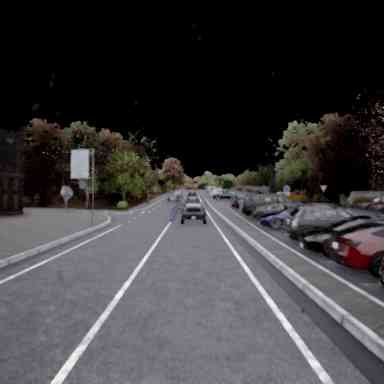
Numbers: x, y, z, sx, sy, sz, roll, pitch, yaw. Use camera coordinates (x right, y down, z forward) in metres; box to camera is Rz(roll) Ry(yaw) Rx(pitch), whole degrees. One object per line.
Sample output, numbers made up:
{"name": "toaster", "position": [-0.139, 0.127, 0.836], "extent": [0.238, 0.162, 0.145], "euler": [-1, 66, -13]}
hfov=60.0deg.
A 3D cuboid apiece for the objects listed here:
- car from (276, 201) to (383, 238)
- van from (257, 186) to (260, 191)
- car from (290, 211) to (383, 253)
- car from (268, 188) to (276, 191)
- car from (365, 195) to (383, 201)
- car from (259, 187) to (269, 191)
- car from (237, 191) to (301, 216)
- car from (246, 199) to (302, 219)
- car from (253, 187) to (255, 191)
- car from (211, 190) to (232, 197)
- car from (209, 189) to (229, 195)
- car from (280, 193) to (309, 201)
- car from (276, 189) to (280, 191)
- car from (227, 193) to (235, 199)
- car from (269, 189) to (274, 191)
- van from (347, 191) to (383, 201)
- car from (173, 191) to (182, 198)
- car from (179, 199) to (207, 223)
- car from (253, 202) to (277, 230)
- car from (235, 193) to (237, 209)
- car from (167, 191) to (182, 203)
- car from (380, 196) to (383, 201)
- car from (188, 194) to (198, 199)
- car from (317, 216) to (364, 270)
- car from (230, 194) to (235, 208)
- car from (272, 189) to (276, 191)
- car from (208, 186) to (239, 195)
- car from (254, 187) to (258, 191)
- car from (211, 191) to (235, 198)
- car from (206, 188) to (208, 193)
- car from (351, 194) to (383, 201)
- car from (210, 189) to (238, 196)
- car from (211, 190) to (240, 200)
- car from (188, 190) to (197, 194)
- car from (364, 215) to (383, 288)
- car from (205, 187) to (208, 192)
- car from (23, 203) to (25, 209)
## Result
{"name": "car", "position": [6.584, 1.456, 15.448], "extent": [4.553, 1.767, 2.185], "euler": [0, 0, 1]}
{"name": "van", "position": [20.190, -0.105, 86.932], "extent": [4.442, 1.987, 1.878], "euler": [0, 2, 0]}
{"name": "car", "position": [6.559, 1.625, 12.661], "extent": [4.792, 1.488, 2.163], "euler": [0, 0, 1]}
{"name": "car", "position": [19.790, 0.523, 75.747], "extent": [5.366, 1.575, 1.946], "euler": [0, 2, 1]}
{"name": "car", "position": [19.859, 1.324, 32.239], "extent": [4.674, 1.452, 2.002], "euler": [0, 2, 1]}
{"name": "car", "position": [20.052, 0.073, 81.272], "extent": [5.566, 2.045, 2.435], "euler": [0, 2, 0]}
{"name": "car", "position": [6.750, 1.179, 26.592], "extent": [5.566, 2.045, 2.435], "euler": [0, 1, 1]}
{"name": "car", "position": [6.689, 1.486, 23.809], "extent": [4.892, 1.521, 2.231], "euler": [0, 1, 1]}
{"name": "car", "position": [20.149, -0.030, 92.348], "extent": [4.792, 1.488, 2.163], "euler": [0, 2, 1]}
{"name": "car", "position": [6.927, 0.429, 78.653], "extent": [4.892, 1.521, 2.231], "euler": [0, 2, 0]}
{"name": "car", "position": [7.203, 0.029, 89.745], "extent": [5.366, 1.575, 1.946], "euler": [0, 2, 0]}
{"name": "car", "position": [19.875, 0.925, 64.796], "extent": [5.008, 1.535, 2.097], "euler": [0, 2, 0]}
{"name": "car", "position": [19.936, 0.698, 67.560], "extent": [4.553, 1.767, 2.185], "euler": [0, 2, 0]}
{"name": "car", "position": [6.799, 1.162, 37.737], "extent": [4.792, 1.488, 2.163], "euler": [0, 2, 1]}
{"name": "car", "position": [19.949, 0.667, 72.979], "extent": [4.674, 1.452, 2.002], "euler": [0, 2, 1]}
{"name": "van", "position": [19.781, 0.902, 37.689], "extent": [4.442, 1.987, 1.878], "euler": [-1, 2, 0]}
{"name": "car", "position": [-3.220, 0.580, 73.361], "extent": [1.812, 1.442, 4.674], "euler": [0, 2, 0]}
{"name": "car", "position": [0.111, 1.524, 25.563], "extent": [1.837, 1.490, 4.892], "euler": [0, 0, 0]}
{"name": "car", "position": [6.639, 1.558, 21.031], "extent": [4.792, 1.488, 2.163], "euler": [0, 1, 1]}
{"name": "car", "position": [6.806, 1.168, 32.165], "extent": [4.553, 1.767, 2.185], "euler": [0, 2, 1]}
{"name": "car", "position": [-3.283, 1.036, 57.911], "extent": [2.128, 1.511, 4.902], "euler": [0, 2, 1]}
{"name": "car", "position": [19.857, 1.390, 29.328], "extent": [4.792, 1.488, 2.163], "euler": [0, 2, 1]}
{"name": "car", "position": [0.117, 1.386, 45.679], "extent": [2.128, 1.511, 4.902], "euler": [0, 1, 0]}
{"name": "car", "position": [6.591, 1.631, 9.873], "extent": [4.792, 1.488, 2.163], "euler": [0, 0, 1]}
{"name": "car", "position": [6.831, 1.243, 34.954], "extent": [4.792, 1.488, 2.163], "euler": [0, 2, 1]}
{"name": "car", "position": [19.898, 0.757, 70.210], "extent": [4.792, 1.488, 2.163], "euler": [0, 2, 1]}
{"name": "car", "position": [6.901, 0.379, 73.094], "extent": [5.566, 2.045, 2.435], "euler": [0, 2, 1]}
{"name": "car", "position": [20.126, 0.055, 89.711], "extent": [4.792, 1.488, 2.163], "euler": [0, 2, 1]}
{"name": "car", "position": [7.082, 0.526, 75.876], "extent": [5.366, 1.575, 1.946], "euler": [0, 2, 0]}
{"name": "car", "position": [6.759, 0.324, 81.428], "extent": [5.366, 1.575, 1.946], "euler": [0, 2, 0]}
{"name": "car", "position": [19.885, 1.244, 35.023], "extent": [4.674, 1.452, 2.002], "euler": [0, 2, 1]}
{"name": "car", "position": [6.854, 0.731, 70.330], "extent": [5.008, 1.535, 2.097], "euler": [0, 2, 0]}
{"name": "car", "position": [6.795, 0.862, 67.557], "extent": [4.792, 1.488, 2.163], "euler": [0, 2, 0]}
{"name": "car", "position": [0.046, 0.167, 81.103], "extent": [2.097, 1.767, 4.553], "euler": [0, 2, 0]}
{"name": "car", "position": [6.567, 1.473, 7.086], "extent": [4.553, 1.767, 2.185], "euler": [0, 0, 1]}
{"name": "car", "position": [6.809, 0.120, 87.097], "extent": [5.366, 1.575, 1.946], "euler": [0, 2, 1]}
{"name": "car", "position": [-25.868, 1.690, 47.322], "extent": [4.674, 1.442, 1.812], "euler": [0, -2, 24]}
